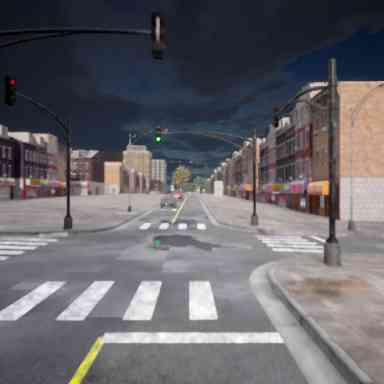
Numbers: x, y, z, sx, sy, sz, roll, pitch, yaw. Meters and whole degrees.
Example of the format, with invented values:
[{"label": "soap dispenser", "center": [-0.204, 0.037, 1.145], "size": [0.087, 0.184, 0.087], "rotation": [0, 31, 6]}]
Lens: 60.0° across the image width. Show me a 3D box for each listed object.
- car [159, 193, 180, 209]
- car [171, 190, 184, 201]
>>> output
[{"label": "car", "center": [-2.848, 1.203, 40.435], "size": [1.837, 1.490, 4.892], "rotation": [0, 1, 0]}, {"label": "car", "center": [-2.760, 0.629, 62.762], "size": [2.150, 2.045, 5.566], "rotation": [0, 1, 0]}]
